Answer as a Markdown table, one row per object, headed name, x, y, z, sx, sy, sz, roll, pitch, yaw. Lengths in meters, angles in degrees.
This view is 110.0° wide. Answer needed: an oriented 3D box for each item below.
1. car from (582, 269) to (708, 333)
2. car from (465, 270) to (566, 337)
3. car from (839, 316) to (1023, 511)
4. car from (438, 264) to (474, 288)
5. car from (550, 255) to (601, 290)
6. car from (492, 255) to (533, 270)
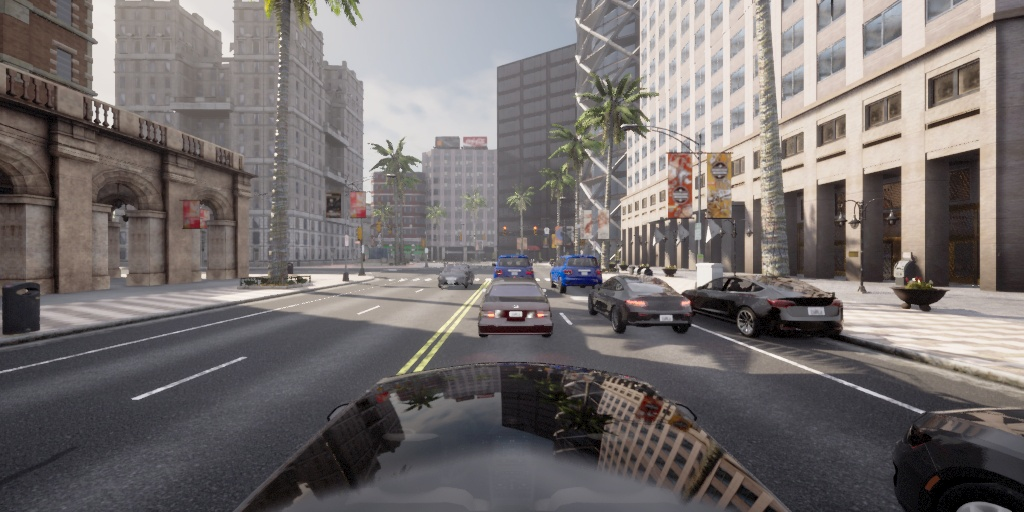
| name | x | y | z | sx | sy | sz | roll | pitch | yaw |
| --- | --- | --- | --- | --- | --- | --- | --- | --- | --- |
| car | 3.564 | 1.276 | 10.637 | 1.812 | 1.442 | 4.674 | 0 | 0 | -1 |
| car | 0.070 | 1.297 | 10.248 | 2.033 | 1.411 | 5.357 | 0 | 0 | 0 |
| car | 3.600 | 1.255 | 0.462 | 1.837 | 1.490 | 4.892 | 0 | 0 | 0 |
| car | -3.587 | 1.265 | 23.510 | 2.128 | 1.511 | 4.902 | 0 | 0 | 0 |
| car | 3.547 | 0.971 | 20.601 | 2.150 | 2.045 | 5.566 | 0 | 0 | -2 |
| car | 0.048 | 0.971 | 20.467 | 2.150 | 2.045 | 5.566 | 0 | 0 | -2 |
